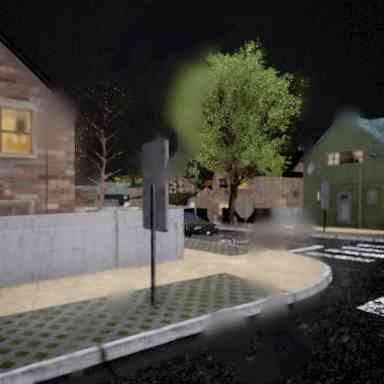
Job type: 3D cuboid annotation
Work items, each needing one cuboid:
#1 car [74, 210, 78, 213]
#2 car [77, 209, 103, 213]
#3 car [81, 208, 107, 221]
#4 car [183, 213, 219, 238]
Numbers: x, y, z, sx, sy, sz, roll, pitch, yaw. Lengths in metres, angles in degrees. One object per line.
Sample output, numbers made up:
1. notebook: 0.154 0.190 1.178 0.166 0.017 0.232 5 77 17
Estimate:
1. car: -19.028 3.517 52.697 1.895 1.301 4.718 0 -2 -35
2. car: -10.269 2.725 35.254 1.994 1.385 4.181 0 -2 -35
3. car: -13.206 2.997 44.473 1.882 1.535 5.008 0 -2 -35
4. car: -0.567 2.065 21.396 2.033 1.411 5.357 0 -2 -35
